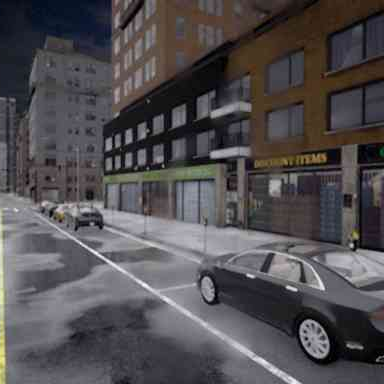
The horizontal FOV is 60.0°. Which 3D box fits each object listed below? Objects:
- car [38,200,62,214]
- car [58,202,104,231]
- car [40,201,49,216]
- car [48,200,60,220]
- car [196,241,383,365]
[{"bbox_3d":[-14.961,1.537,34.928,1.802,1.307,4.206,-1,0,-30],"label":"car"},{"bbox_3d":[-6.646,1.529,20.378,2.008,1.369,4.403,-1,0,-30],"label":"car"},{"bbox_3d":[-12.189,1.529,30.078,1.947,1.339,4.313,-1,0,-30],"label":"car"},{"bbox_3d":[-9.502,1.496,25.375,1.752,1.417,4.829,-1,0,-30],"label":"car"},{"bbox_3d":[1.669,1.546,5.829,2.008,1.369,4.403,-1,0,-30],"label":"car"}]
